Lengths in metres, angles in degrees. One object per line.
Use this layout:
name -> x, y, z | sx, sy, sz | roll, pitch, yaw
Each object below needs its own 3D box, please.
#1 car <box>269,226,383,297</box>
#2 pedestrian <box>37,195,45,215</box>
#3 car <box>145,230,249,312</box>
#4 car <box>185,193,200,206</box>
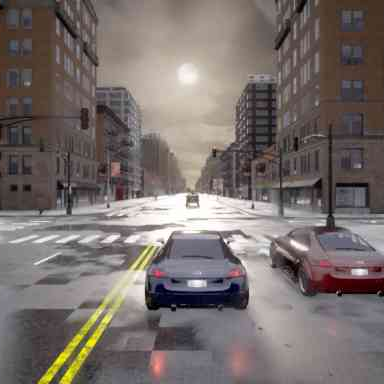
car -> 3.339, 1.563, 8.616 | 1.994, 1.385, 4.181 | 0, 0, 0
pedestrian -> -14.138, 1.166, 31.123 | 0.375, 1.860, 0.375 | 0, 0, 0
car -> 0.089, 1.563, 7.798 | 1.994, 1.385, 4.181 | 0, 0, 0
car -> 0.108, 1.209, 55.372 | 2.150, 2.045, 5.566 | 0, 0, 0
